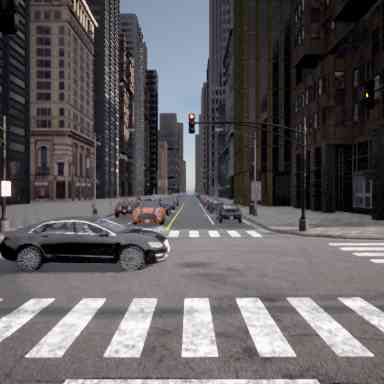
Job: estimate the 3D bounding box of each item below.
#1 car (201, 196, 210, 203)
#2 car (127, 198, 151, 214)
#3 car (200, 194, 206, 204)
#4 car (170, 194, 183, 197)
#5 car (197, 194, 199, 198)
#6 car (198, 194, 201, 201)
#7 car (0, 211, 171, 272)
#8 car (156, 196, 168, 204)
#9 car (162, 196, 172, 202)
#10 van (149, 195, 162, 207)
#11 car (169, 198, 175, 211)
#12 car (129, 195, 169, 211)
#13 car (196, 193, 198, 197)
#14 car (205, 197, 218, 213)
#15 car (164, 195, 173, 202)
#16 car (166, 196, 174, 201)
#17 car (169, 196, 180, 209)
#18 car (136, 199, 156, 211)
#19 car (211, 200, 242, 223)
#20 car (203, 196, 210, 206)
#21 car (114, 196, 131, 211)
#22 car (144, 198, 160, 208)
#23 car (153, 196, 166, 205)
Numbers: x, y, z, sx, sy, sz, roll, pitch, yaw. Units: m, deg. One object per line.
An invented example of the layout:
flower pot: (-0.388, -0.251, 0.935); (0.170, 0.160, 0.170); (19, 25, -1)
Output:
car: (2.752, 1.559, 70.604); (1.752, 1.417, 4.829); (0, 0, 0)
car: (-5.769, 1.451, 36.581); (1.967, 1.590, 4.097); (0, 0, 0)
car: (2.754, 1.460, 53.513); (1.967, 1.590, 4.097); (0, 0, 0)
car: (-3.023, 1.511, 53.175); (2.128, 1.511, 4.902); (0, 0, 0)
car: (2.751, 1.584, 76.074); (1.887, 1.381, 4.507); (0, 0, 0)
car: (2.752, 1.468, 64.794); (1.967, 1.590, 4.097); (0, 0, 0)
car: (-3.186, 1.500, 10.223); (4.902, 1.511, 2.128); (0, 0, 0)
car: (-5.773, 1.553, 64.614); (1.752, 1.417, 4.829); (0, 0, 0)
car: (-5.774, 1.605, 76.065); (1.947, 1.339, 4.313); (0, 0, 0)
van: (-5.772, 1.361, 53.502); (1.690, 1.788, 3.998); (0, 0, 0)
car: (-3.096, 1.610, 33.308); (1.895, 1.301, 4.718); (0, 0, 0)
car: (-3.044, 1.358, 24.261); (2.097, 1.767, 4.553); (0, 0, -2)
car: (2.749, 1.577, 87.526); (1.752, 1.417, 4.829); (0, 0, 0)
car: (2.756, 1.561, 36.591); (2.008, 1.369, 4.403); (0, 0, 0)
car: (-5.775, 1.570, 81.536); (1.752, 1.417, 4.829); (0, 0, 0)
car: (-5.776, 1.618, 87.347); (1.947, 1.339, 4.313); (0, 0, 0)
car: (-3.082, 1.561, 43.061); (2.033, 1.411, 5.357); (0, 0, 0)
car: (-5.770, 1.579, 42.222); (1.947, 1.339, 4.313); (0, 0, 0)
car: (2.757, 1.557, 25.309); (2.008, 1.369, 4.403); (0, 0, 0)
car: (2.755, 1.558, 42.231); (1.887, 1.381, 4.507); (0, 0, 0)
car: (-5.769, 1.323, 30.940); (2.192, 1.841, 5.009); (0, 0, 0)
car: (-5.770, 1.598, 47.862); (1.802, 1.307, 4.206); (0, 0, 0)
car: (-5.772, 1.464, 59.143); (1.967, 1.590, 4.097); (0, 0, 0)
